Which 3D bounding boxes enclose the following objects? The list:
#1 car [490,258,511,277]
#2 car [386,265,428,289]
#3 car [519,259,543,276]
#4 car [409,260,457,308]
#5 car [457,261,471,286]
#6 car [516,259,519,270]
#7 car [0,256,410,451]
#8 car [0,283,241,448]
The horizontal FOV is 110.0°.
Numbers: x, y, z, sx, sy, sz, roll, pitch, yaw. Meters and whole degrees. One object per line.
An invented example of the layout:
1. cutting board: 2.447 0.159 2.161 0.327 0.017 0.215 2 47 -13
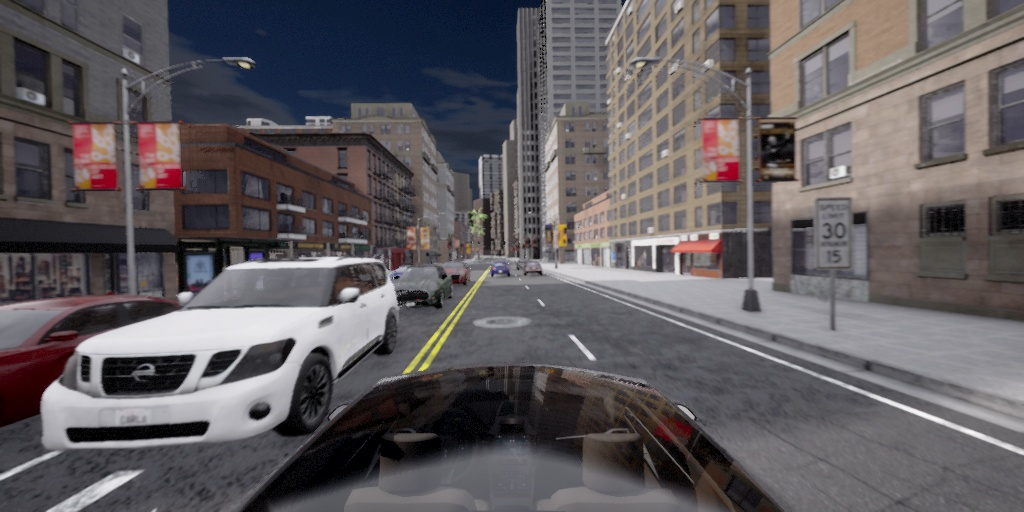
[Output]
1. car: -1.141 1.263 35.547 1.812 1.442 4.674 -1 0 -2
2. car: -7.415 1.407 25.771 1.812 1.442 4.674 -1 0 -2
3. car: 2.056 1.215 36.175 2.033 1.411 5.357 -1 0 0
4. car: -3.780 1.165 15.265 2.097 1.767 4.553 -1 0 -2
5. car: -4.174 1.162 25.955 2.097 1.767 4.553 -1 0 -2
6. car: 1.549 1.164 50.454 2.128 1.511 4.902 -1 0 -2
7. car: -3.453 1.038 5.850 2.150 2.045 5.566 -1 0 -4
8. car: -6.658 1.364 5.170 1.882 1.535 5.008 -1 0 -3
